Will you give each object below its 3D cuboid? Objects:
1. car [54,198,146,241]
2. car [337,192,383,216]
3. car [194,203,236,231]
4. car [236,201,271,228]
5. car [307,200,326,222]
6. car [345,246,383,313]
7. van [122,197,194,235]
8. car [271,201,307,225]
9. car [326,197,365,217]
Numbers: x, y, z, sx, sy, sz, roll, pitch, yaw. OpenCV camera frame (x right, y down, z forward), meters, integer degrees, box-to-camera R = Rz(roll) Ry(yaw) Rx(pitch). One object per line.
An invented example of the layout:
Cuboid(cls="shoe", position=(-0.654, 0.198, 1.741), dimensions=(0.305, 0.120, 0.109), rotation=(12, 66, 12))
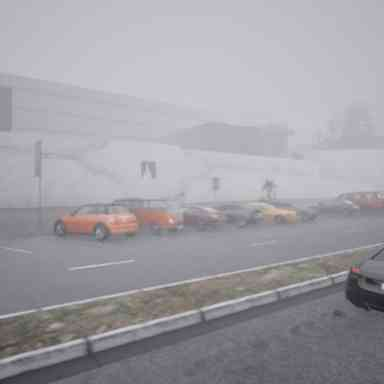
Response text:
Cuboid(cls="car", position=(-4.903, 1.365, 16.770), dimensions=(4.553, 1.767, 2.185), rotation=(-1, 0, 34))
Cuboid(cls="car", position=(14.493, 1.057, 30.655), dimensions=(5.566, 2.045, 2.435), rotation=(-1, 0, 35))
Cuboid(cls="car", position=(-0.061, 1.512, 20.246), dimensions=(4.674, 1.452, 2.002), rotation=(-1, 0, 35))
Cuboid(cls="car", position=(2.342, 1.489, 21.996), dimensions=(4.792, 1.488, 2.163), rotation=(-1, 0, 35))
Cuboid(cls="car", position=(7.257, 1.440, 25.431), dimensions=(4.792, 1.488, 2.163), rotation=(-1, -1, 35))
Cuboid(cls="car", position=(4.938, 1.558, 6.654), dimensions=(4.181, 1.385, 1.994), rotation=(0, 0, -35))
Cuboid(cls="van", position=(-2.392, 1.258, 18.463), dimensions=(4.442, 1.987, 1.878), rotation=(-1, -1, 35))
Cuboid(cls="car", position=(4.957, 1.430, 23.615), dimensions=(5.366, 1.575, 1.946), rotation=(-1, -1, 35))
Cuboid(cls="car", position=(12.095, 1.384, 28.906), dimensions=(4.674, 1.452, 2.002), rotation=(-1, 0, 35))
